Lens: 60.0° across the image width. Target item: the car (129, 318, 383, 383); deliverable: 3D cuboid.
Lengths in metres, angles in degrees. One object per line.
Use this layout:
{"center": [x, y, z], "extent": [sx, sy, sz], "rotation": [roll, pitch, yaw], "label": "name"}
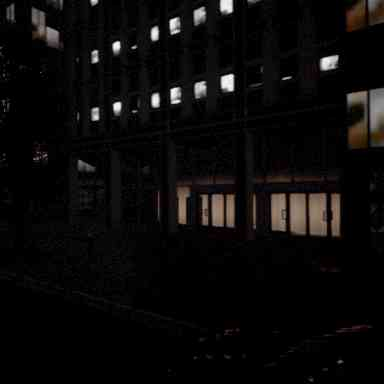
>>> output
{"center": [1.435, 1.551, 1.992], "extent": [4.403, 1.369, 2.008], "rotation": [0, -1, 36], "label": "car"}
